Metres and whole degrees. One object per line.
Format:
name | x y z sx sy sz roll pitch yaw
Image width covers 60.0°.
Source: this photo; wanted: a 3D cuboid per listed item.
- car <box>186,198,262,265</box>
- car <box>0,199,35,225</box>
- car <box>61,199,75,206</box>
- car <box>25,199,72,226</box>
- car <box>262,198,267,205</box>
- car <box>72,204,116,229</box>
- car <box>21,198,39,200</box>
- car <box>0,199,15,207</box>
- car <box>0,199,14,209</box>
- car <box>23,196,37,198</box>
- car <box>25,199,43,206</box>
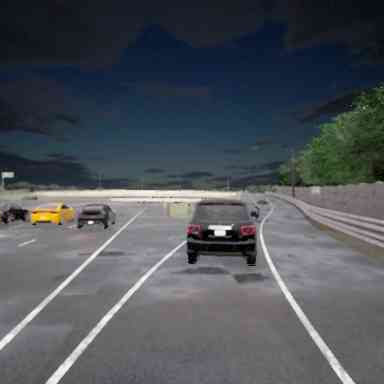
car | 1.164 1.264 12.075 2.150 2.045 5.566 0 0 8
car | -13.340 1.520 23.867 2.128 1.511 4.902 0 0 -6
car | -29.385 2.469 78.937 1.882 1.535 5.008 0 -2 -6
car | -9.824 1.527 23.878 1.882 1.535 5.008 0 0 -6
car | 13.728 1.783 65.104 1.895 1.301 4.718 0 1 12
car | -6.231 1.559 22.066 1.837 1.490 4.892 0 0 -6
car | -26.886 1.984 53.343 1.895 1.301 4.718 0 -1 -5
car | -34.672 2.045 61.110 2.033 1.411 5.357 0 -1 -6
car | -30.338 1.846 52.683 2.128 1.511 4.902 0 -1 -5
car | -31.457 1.816 64.209 2.150 2.045 5.566 0 -1 -6
car | -36.176 2.417 76.463 2.128 1.511 4.902 0 -2 -6
